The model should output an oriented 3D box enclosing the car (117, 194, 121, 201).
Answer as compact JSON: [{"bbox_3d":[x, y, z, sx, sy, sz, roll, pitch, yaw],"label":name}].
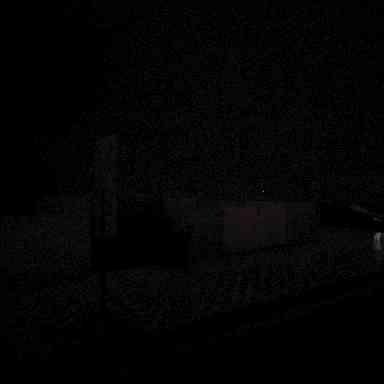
[{"bbox_3d":[-13.228,0.880,55.419,2.033,1.411,5.357,1,1,-36],"label":"car"}]

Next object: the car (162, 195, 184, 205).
[{"bbox_3d":[-1.772,1.120,39.558,1.812,1.442,4.674,1,0,-36],"label":"car"}]

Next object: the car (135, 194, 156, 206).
[{"bbox_3d":[-5.742,1.015,40.038,1.882,1.535,5.008,1,0,-36],"label":"car"}]

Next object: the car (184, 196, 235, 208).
[{"bbox_3d":[1.815,1.197,29.539,2.128,1.511,4.902,1,1,-36],"label":"car"}]

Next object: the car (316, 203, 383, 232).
[{"bbox_3d":[9.044,1.395,19.251,1.812,1.442,4.674,1,0,-34],"label":"car"}]
